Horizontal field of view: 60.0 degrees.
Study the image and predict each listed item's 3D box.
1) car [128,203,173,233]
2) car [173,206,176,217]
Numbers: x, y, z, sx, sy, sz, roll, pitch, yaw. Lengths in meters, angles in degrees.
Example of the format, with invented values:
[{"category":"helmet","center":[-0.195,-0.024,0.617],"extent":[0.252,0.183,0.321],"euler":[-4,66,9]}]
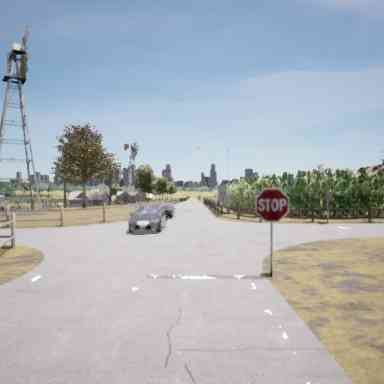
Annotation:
[{"category":"car","center":[-2.587,1.567,20.072],"extent":[2.128,1.511,4.902],"euler":[-1,0,1]},{"category":"car","center":[-2.490,1.679,29.716],"extent":[1.895,1.301,4.718],"euler":[0,0,1]}]
